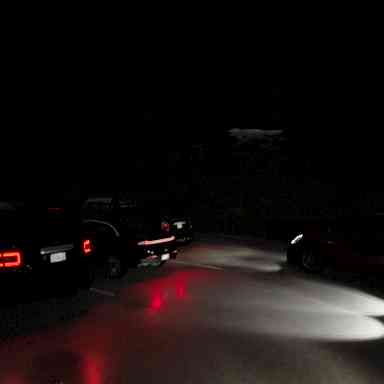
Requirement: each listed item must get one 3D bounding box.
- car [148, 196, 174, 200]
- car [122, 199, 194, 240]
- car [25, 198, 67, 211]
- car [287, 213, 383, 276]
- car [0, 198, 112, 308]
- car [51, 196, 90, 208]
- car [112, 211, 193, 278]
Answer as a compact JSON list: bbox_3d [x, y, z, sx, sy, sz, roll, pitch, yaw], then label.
[{"bbox_3d":[-5.821,1.409,52.323,4.902,1.511,2.128,0,0,-38],"label":"car"},{"bbox_3d":[-2.206,1.351,14.123,4.553,1.767,2.097,0,0,35],"label":"car"},{"bbox_3d":[-17.743,1.468,40.599,1.994,1.385,4.181,0,0,40],"label":"car"},{"bbox_3d":[4.982,1.353,9.039,4.553,1.767,2.097,0,0,36],"label":"car"},{"bbox_3d":[-4.551,1.221,7.228,5.566,2.045,2.150,0,0,33],"label":"car"},{"bbox_3d":[-17.010,1.397,46.755,1.837,1.490,4.892,0,0,44],"label":"car"},{"bbox_3d":[-2.666,1.491,10.154,4.902,1.511,2.128,0,0,36],"label":"car"}]
